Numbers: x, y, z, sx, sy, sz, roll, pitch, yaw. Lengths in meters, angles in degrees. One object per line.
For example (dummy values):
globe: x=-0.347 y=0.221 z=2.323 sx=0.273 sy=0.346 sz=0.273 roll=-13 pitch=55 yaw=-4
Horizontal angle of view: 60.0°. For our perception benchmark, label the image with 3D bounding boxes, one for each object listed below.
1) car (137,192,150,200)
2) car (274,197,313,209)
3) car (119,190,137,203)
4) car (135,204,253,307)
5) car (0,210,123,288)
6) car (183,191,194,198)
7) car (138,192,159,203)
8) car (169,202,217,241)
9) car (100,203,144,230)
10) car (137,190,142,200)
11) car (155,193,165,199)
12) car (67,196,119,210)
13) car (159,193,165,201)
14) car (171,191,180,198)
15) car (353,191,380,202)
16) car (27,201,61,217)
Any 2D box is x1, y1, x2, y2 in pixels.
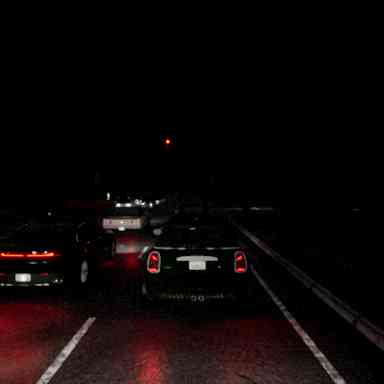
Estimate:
car: x=-10.732 y=0.890 z=73.538 sx=2.128 sy=1.511 sz=4.902 roll=0 pitch=1 yaw=-1
car: x=12.126 y=1.304 z=39.167 sx=4.718 sy=1.301 sz=1.895 roll=0 pitch=1 yaw=-3
car: x=-10.695 y=0.925 z=53.872 sx=2.097 sy=1.767 sz=4.553 roll=0 pitch=1 yaw=0
car: x=0.088 y=1.322 z=8.093 sx=2.097 sy=1.767 sz=4.553 roll=0 pitch=0 yaw=0
car: x=-3.415 y=1.468 z=9.145 sx=1.837 sy=1.490 sz=4.892 roll=0 pitch=0 yaw=0
car: x=-0.680 y=0.702 z=86.096 sx=1.812 sy=1.442 sz=4.674 roll=0 pitch=1 yaw=-4
car: x=-7.200 y=1.101 z=56.021 sx=2.033 sy=1.411 sz=5.357 roll=0 pitch=1 yaw=0
car: x=0.061 y=1.387 z=17.289 sx=2.128 sy=1.511 sz=4.902 roll=0 pitch=1 yaw=1
car: x=-3.435 y=1.485 z=18.466 sx=1.895 sy=1.301 sz=4.718 roll=0 pitch=1 yaw=0
car: x=-10.681 y=0.705 z=63.313 sx=2.150 sy=2.045 sz=5.566 roll=0 pitch=1 yaw=0
car: x=-7.301 y=0.865 z=76.515 sx=2.033 sy=1.411 sz=5.357 roll=0 pitch=1 yaw=-1
car: x=-10.890 y=1.207 z=36.140 sx=5.008 sy=1.535 sz=1.882 roll=0 pitch=1 yaw=-27
car: x=-7.171 y=1.001 z=66.088 sx=2.033 sy=1.411 sz=5.357 roll=0 pitch=1 yaw=1
car: x=-4.155 y=0.686 z=85.595 sx=1.837 sy=1.490 sz=4.892 roll=0 pitch=1 yaw=-4
car: x=21.877 y=0.920 z=39.734 sx=5.566 sy=2.045 sz=2.150 roll=0 pitch=1 yaw=-3
car: x=-11.442 y=1.384 z=25.744 sx=1.994 sy=1.385 sz=4.181 roll=0 pitch=0 yaw=-35
